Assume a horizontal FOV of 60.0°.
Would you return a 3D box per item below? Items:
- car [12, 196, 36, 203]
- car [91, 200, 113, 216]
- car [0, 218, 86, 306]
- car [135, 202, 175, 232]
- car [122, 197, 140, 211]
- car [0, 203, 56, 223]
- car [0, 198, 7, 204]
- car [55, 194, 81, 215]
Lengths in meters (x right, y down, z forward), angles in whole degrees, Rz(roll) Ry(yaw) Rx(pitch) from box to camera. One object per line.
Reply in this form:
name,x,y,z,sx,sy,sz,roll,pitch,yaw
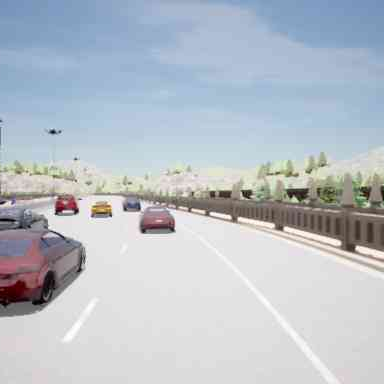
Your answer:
car,-24.308,1.446,48.692,2.097,1.767,4.553,0,0,-15
car,-8.838,1.512,32.690,1.882,1.535,5.008,0,0,-15
car,-3.971,1.579,8.074,1.994,1.385,4.181,0,0,-5
car,-2.230,1.573,20.336,1.994,1.385,4.181,0,0,-11
car,-7.495,1.381,41.035,2.097,1.767,4.553,0,0,-15
car,-8.579,1.525,16.395,2.128,1.511,4.902,0,0,-9
car,-34.304,1.728,58.799,1.895,1.301,4.718,0,0,-15
car,-13.211,1.272,35.469,2.150,2.045,5.566,0,0,-15
